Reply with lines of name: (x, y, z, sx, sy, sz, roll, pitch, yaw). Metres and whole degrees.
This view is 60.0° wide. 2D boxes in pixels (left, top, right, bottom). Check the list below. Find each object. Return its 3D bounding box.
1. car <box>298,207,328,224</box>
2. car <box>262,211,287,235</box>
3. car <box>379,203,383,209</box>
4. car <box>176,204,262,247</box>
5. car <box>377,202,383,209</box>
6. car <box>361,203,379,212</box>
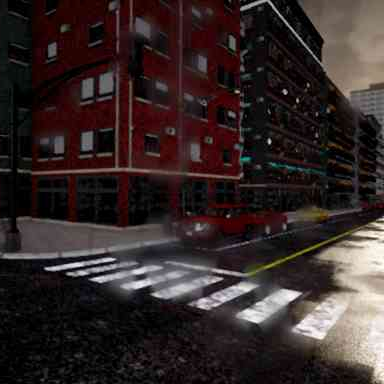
car: (11.109, 2.060, 30.371, 1.752, 1.417, 4.829, -1, -1, 35)
car: (4.623, 1.877, 21.213, 1.887, 1.381, 4.507, -1, -1, 35)
car: (40.831, 3.009, 72.340, 1.887, 1.381, 4.507, -1, -1, 35)
car: (1.333, 1.545, 16.570, 2.192, 1.841, 5.009, -1, -1, 35)
car: (44.122, 3.112, 76.988, 1.887, 1.381, 4.507, -1, -1, 35)
car: (30.956, 2.700, 58.397, 1.887, 1.381, 4.507, -1, -1, 35)
